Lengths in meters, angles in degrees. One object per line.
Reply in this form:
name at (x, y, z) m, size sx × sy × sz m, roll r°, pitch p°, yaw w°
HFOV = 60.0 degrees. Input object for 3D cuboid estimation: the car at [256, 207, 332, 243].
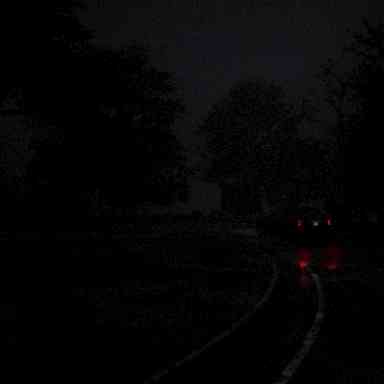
car at (5.171, 1.552, 17.530) m, size 2.097 × 1.767 × 4.553 m, roll -1°, pitch -1°, yaw -16°
